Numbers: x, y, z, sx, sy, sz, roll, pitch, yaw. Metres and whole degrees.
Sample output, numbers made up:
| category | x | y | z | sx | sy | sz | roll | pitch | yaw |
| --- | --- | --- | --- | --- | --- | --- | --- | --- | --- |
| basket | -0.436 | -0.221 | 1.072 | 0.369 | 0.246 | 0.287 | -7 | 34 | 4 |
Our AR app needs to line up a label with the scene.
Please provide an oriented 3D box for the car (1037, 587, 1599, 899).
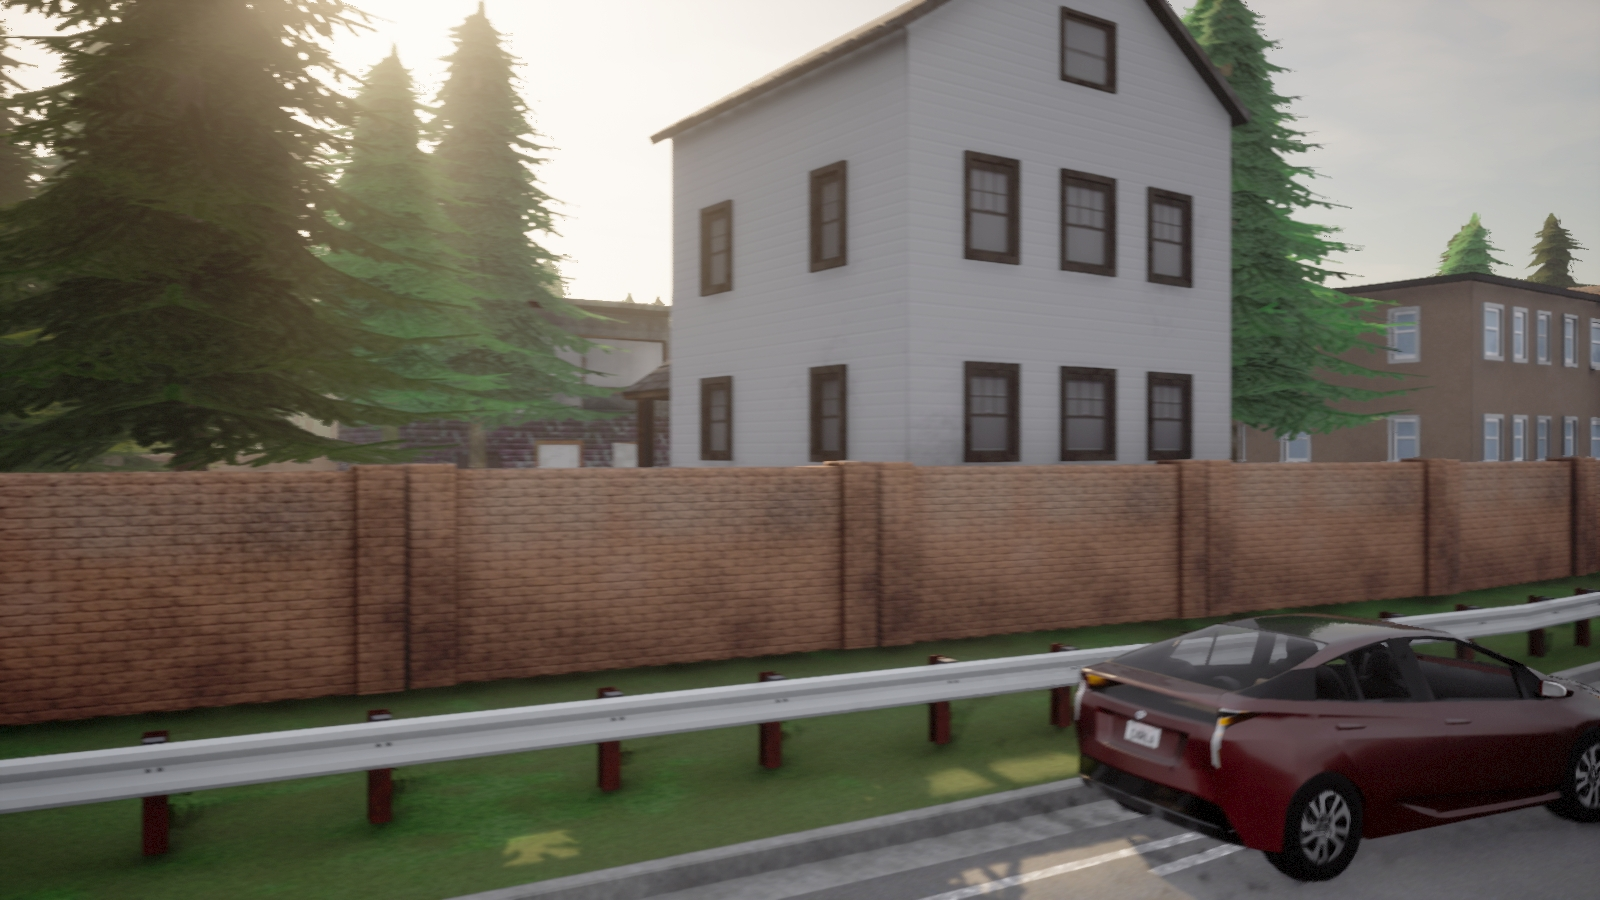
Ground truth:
| category | x | y | z | sx | sy | sz | roll | pitch | yaw |
| --- | --- | --- | --- | --- | --- | --- | --- | --- | --- |
| car | 4.268 | 2.040 | 8.746 | 4.514 | 1.525 | 2.007 | 0 | 0 | -26 |
